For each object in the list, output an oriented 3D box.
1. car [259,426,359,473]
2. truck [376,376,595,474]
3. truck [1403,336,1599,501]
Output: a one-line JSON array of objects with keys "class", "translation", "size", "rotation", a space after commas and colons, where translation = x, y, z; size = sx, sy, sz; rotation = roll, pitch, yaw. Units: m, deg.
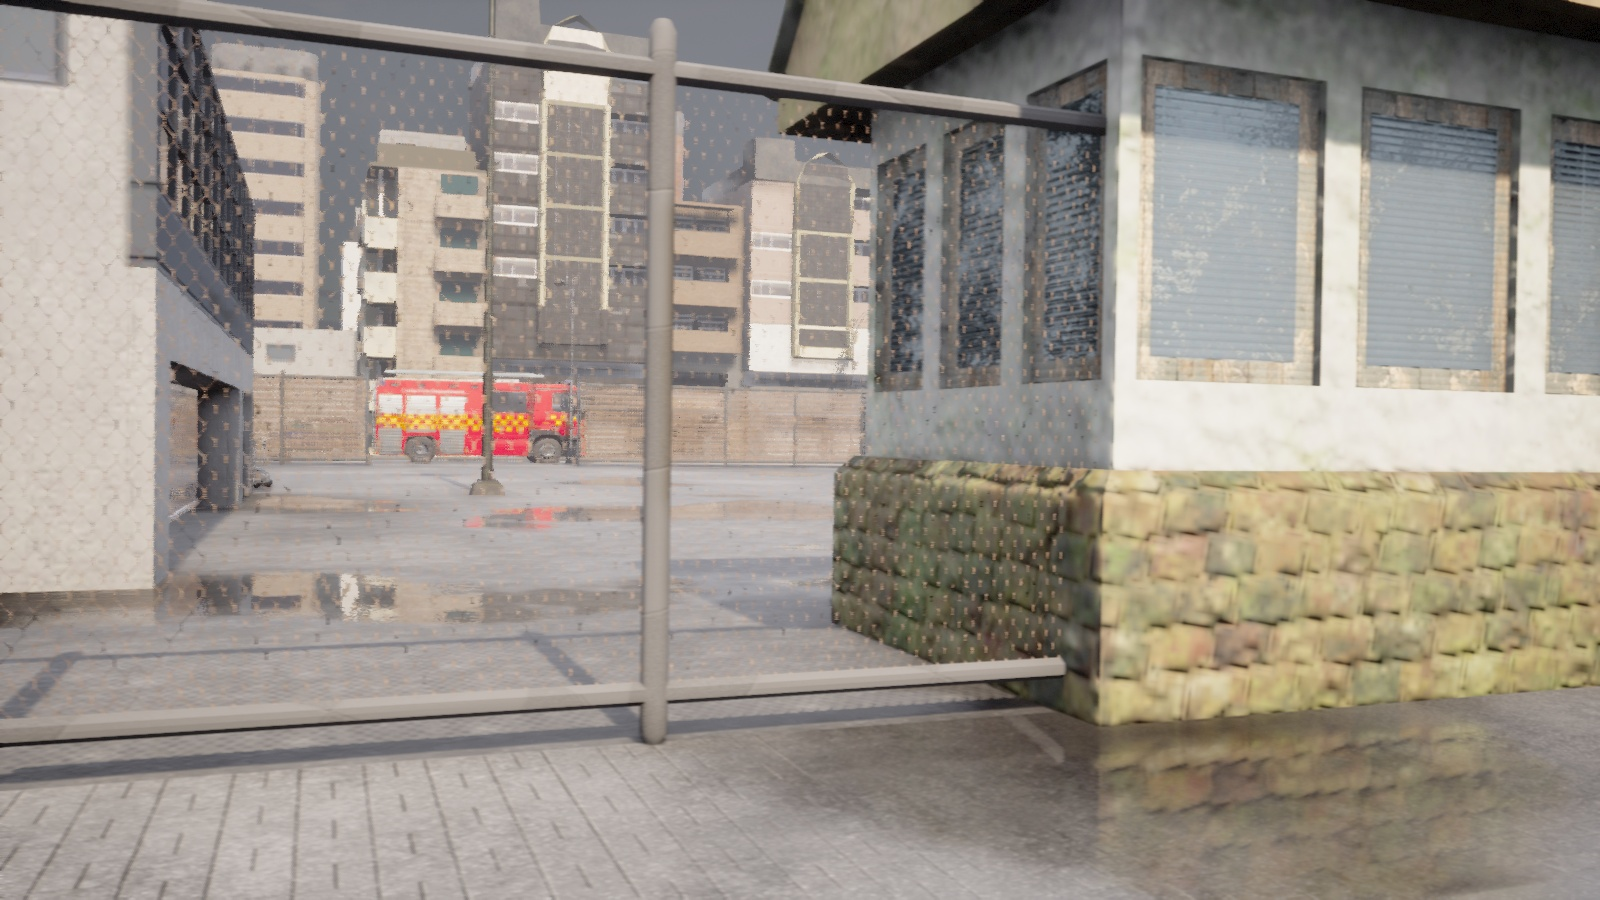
[{"class": "car", "translation": [-20.759, -0.045, 53.169], "size": [3.866, 1.878, 1.905], "rotation": [-1, 1, -21]}, {"class": "truck", "translation": [-12.976, -1.034, 51.856], "size": [8.468, 3.827, 2.891], "rotation": [-1, 1, -20]}, {"class": "truck", "translation": [17.782, -0.696, 28.306], "size": [2.891, 3.462, 7.936], "rotation": [-1, 1, -18]}]
